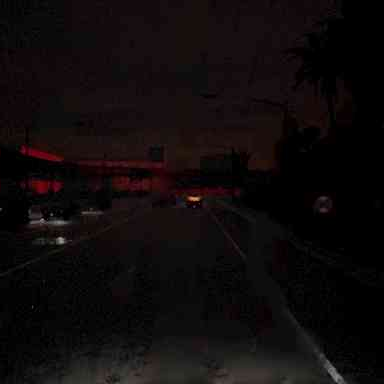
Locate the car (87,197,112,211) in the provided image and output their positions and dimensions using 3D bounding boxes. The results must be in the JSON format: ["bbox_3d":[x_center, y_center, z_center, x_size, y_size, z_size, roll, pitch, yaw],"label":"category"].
[{"bbox_3d":[-10.385,1.315,37.113,2.033,1.411,5.357,0,1,1],"label":"car"}]

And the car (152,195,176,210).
[{"bbox_3d":[-3.327,1.118,38.404,2.097,1.767,4.553,0,1,0],"label":"car"}]

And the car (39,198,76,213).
[{"bbox_3d":[-13.913,1.389,34.734,1.895,1.301,4.718,0,1,1],"label":"car"}]

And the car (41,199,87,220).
[{"bbox_3d":[-10.473,1.399,27.226,1.812,1.442,4.674,0,1,1],"label":"car"}]

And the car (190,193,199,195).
[{"bbox_3d":[0.333,0.983,50.779,2.097,1.767,4.553,0,1,0],"label":"car"}]

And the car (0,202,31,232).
[{"bbox_3d":[-10.528,1.492,17.484,2.033,1.411,5.357,0,0,1],"label":"car"}]

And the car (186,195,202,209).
[{"bbox_3d":[0.284,1.346,40.783,1.895,1.301,4.718,0,1,0],"label":"car"}]

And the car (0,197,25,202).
[{"bbox_3d":[-13.985,1.240,24.779,2.097,1.767,4.553,0,0,0],"label":"car"}]
